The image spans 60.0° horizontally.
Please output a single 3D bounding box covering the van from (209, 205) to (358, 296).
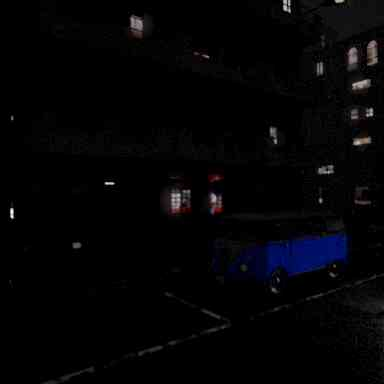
[{"bbox_3d":[2.290,1.370,8.442,3.998,1.788,1.690,0,-1,-37],"label":"van"}]

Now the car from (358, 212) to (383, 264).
[{"bbox_3d":[6.731,1.602,11.818,4.403,1.369,2.008,0,-1,-37],"label":"car"}]

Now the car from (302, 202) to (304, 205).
[{"bbox_3d":[11.557,1.509,40.817,1.887,1.381,4.507,-1,1,-36],"label":"car"}]

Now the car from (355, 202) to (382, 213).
[{"bbox_3d":[15.184,1.583,25.999,2.128,1.511,4.902,-1,1,-36],"label":"car"}]
